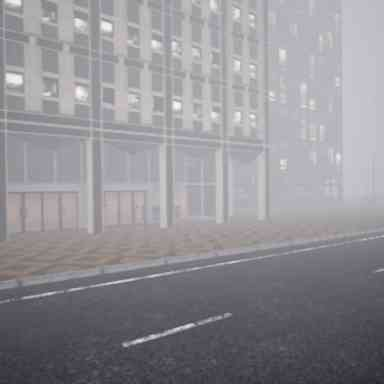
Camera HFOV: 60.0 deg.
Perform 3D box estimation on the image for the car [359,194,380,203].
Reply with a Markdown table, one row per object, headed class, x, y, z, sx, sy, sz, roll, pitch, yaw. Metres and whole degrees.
| class | x | y | z | sx | sy | sz | roll | pitch | yaw |
| --- | --- | --- | --- | --- | --- | --- | --- | --- | --- |
| car | 30.344 | 1.019 | 55.788 | 1.887 | 1.381 | 4.507 | -1 | 1 | -34 |
